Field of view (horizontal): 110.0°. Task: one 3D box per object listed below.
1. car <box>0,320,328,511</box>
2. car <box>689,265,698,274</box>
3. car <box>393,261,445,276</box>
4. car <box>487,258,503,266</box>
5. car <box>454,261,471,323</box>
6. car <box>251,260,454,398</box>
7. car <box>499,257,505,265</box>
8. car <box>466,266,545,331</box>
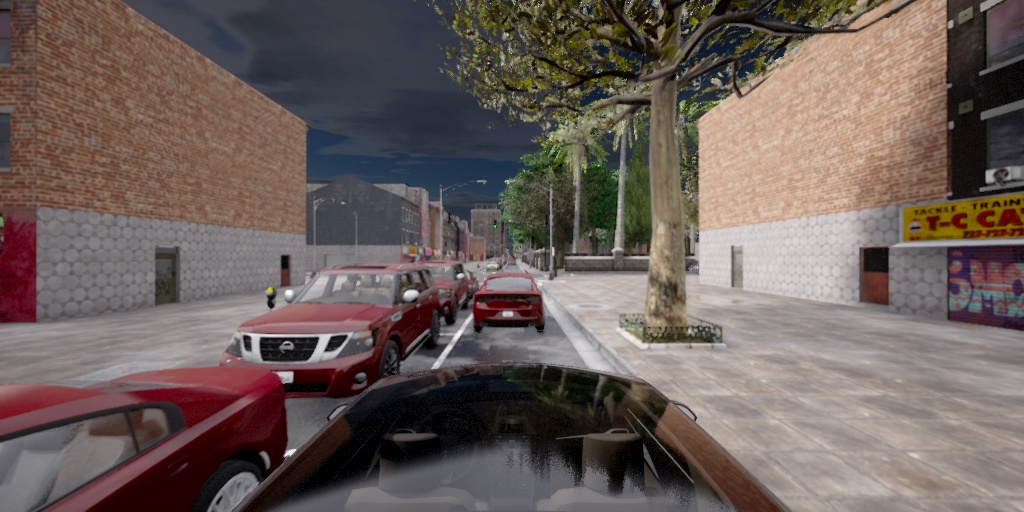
[{"bbox_3d":[-2.639,1.294,1.009,1.888,1.381,4.507,0,0,0],"label":"car"},{"bbox_3d":[21.480,1.238,38.457,4.674,1.442,1.812,0,0,0],"label":"car"},{"bbox_3d":[-9.856,1.348,38.226,5.008,1.535,1.882,0,-1,6],"label":"car"},{"bbox_3d":[-2.630,1.371,50.228,1.751,1.417,4.829,0,0,0],"label":"car"},{"bbox_3d":[-2.634,1.082,12.232,2.192,1.841,5.009,0,0,0],"label":"car"},{"bbox_3d":[-2.636,1.072,6.620,2.192,1.841,5.009,0,0,0],"label":"car"},{"bbox_3d":[-2.631,1.172,55.666,2.192,1.841,5.009,0,0,0],"label":"car"},{"bbox_3d":[-0.054,1.243,11.113,1.882,1.535,5.008,0,0,1],"label":"car"}]
